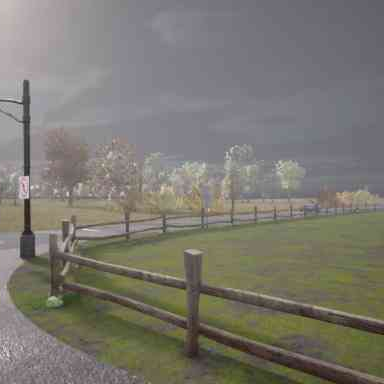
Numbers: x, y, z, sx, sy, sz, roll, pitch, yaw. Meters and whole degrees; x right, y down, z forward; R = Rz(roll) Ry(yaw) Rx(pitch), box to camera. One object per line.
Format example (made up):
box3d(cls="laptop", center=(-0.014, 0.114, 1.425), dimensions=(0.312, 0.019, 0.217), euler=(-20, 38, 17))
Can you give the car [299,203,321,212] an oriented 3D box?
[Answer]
box3d(cls="car", center=(18.897, 2.449, 52.982), dimensions=(2.033, 1.411, 5.357), euler=(-1, -2, 40))
